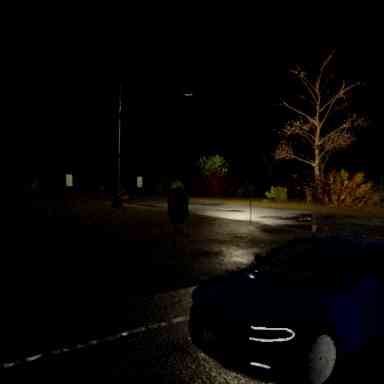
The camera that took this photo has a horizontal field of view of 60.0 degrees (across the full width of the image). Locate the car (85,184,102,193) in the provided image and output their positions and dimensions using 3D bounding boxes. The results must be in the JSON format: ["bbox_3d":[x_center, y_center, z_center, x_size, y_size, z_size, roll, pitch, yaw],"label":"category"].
[{"bbox_3d":[-17.543,-0.697,59.823,2.097,1.767,4.553,0,2,-35],"label":"car"}]

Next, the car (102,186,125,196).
[{"bbox_3d":[-11.994,-0.215,52.041,1.812,1.442,4.674,0,2,-35],"label":"car"}]

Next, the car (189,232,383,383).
[{"bbox_3d":[2.257,1.488,5.459,5.008,1.535,1.882,0,0,-35],"label":"car"}]
